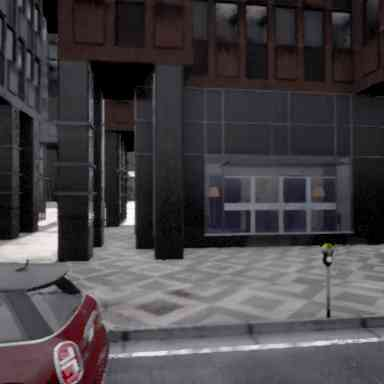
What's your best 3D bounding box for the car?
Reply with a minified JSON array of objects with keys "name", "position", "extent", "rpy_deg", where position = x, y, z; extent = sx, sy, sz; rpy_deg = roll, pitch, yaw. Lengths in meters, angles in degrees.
[{"name":"car","position":[-2.962,1.474,3.173],"extent":[4.097,1.590,1.967],"rpy_deg":[0,-1,-8]}]
